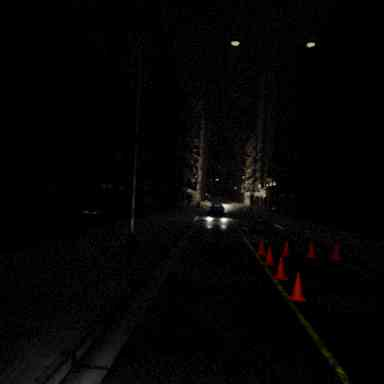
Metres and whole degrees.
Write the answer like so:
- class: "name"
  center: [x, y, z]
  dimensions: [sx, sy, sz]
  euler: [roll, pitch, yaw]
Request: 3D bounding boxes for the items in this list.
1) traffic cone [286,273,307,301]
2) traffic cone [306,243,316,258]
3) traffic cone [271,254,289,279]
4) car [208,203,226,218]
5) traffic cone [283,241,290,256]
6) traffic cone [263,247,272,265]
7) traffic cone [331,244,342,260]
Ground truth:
- class: "traffic cone"
  center: [2.435, 2.165, 7.661]
  dimensions: [0.340, 0.580, 0.340]
  euler: [3, -1, 4]
- class: "traffic cone"
  center: [4.845, 2.350, 13.505]
  dimensions: [0.340, 0.580, 0.340]
  euler: [3, -1, 4]
- class: "traffic cone"
  center: [2.574, 2.195, 9.656]
  dimensions: [0.340, 0.580, 0.340]
  euler: [3, -1, 4]
- class: "car"
  center: [2.884, 2.062, 38.506]
  dimensions: [1.882, 1.535, 5.008]
  euler: [3, -1, 4]
- class: "traffic cone"
  center: [3.849, 2.302, 13.575]
  dimensions: [0.340, 0.580, 0.340]
  euler: [3, -1, 4]
- class: "traffic cone"
  center: [2.713, 2.225, 11.651]
  dimensions: [0.340, 0.580, 0.340]
  euler: [3, -1, 4]
- class: "traffic cone"
  center: [5.842, 2.397, 13.435]
  dimensions: [0.340, 0.580, 0.340]
  euler: [3, -1, 4]
